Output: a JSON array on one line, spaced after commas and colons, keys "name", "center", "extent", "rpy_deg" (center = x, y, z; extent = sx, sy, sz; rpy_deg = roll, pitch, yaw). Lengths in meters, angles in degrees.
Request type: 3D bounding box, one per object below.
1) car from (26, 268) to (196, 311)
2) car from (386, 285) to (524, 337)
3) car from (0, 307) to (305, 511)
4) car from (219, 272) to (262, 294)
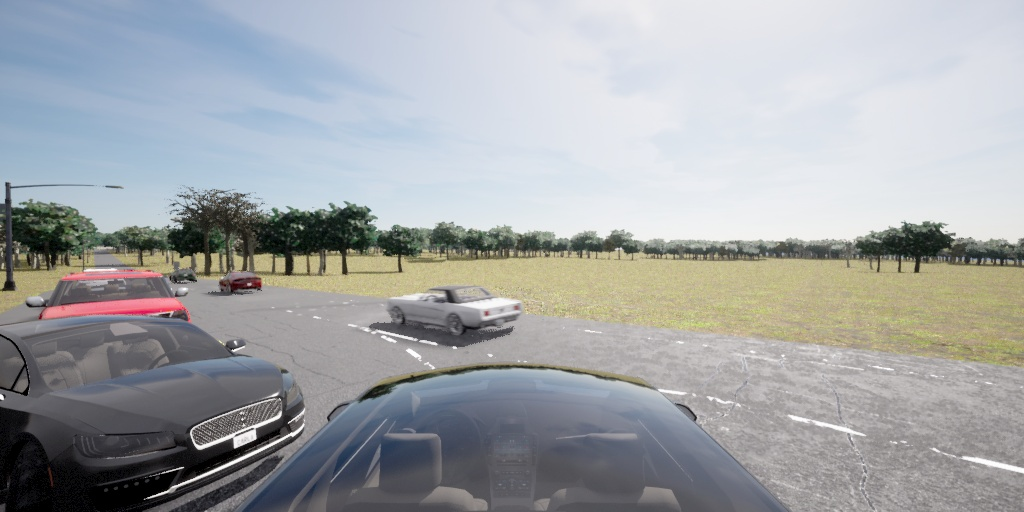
[{"name": "car", "center": [-9.510, 1.385, 8.595], "extent": [5.566, 2.045, 2.150], "rpy_deg": [-2, 0, 41]}, {"name": "car", "center": [-2.012, 1.592, 11.396], "extent": [4.718, 1.301, 1.895], "rpy_deg": [-2, 0, 41]}, {"name": "car", "center": [-4.578, 1.445, 3.972], "extent": [4.892, 1.490, 1.837], "rpy_deg": [-3, -3, 21]}, {"name": "car", "center": [-20.938, 1.972, 27.605], "extent": [5.008, 1.535, 1.882], "rpy_deg": [-2, 0, 41]}]
